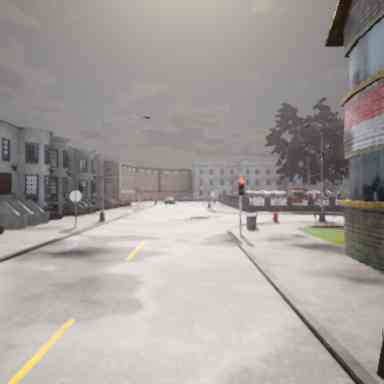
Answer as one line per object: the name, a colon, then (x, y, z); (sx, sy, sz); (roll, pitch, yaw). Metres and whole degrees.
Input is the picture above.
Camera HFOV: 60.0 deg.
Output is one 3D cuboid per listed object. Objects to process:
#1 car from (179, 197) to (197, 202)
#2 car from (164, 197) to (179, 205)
car: (-1.194, 1.812, 76.879); (2.033, 1.411, 5.357); (0, 0, 40)
car: (-4.023, 1.588, 60.482); (2.033, 1.411, 5.357); (0, 0, 1)
